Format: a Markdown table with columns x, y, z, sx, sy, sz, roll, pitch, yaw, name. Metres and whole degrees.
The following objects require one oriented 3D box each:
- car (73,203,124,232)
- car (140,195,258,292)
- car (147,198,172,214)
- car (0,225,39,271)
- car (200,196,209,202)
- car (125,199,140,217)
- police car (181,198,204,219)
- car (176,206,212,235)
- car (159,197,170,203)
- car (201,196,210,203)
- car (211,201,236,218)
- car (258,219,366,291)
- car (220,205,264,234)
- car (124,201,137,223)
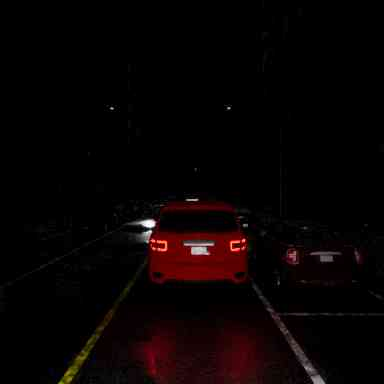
| x | y | z | sx | sy | sz | roll | pitch | yaw | name |
| --- | --- | --- | --- | --- | --- | --- | --- | --- | --- |
| -5.662 | 1.567 | 20.005 | 1.947 | 1.339 | 4.313 | 0 | 0 | 0 | car |
| 0.108 | 1.221 | 9.082 | 2.150 | 2.045 | 5.566 | 0 | 0 | -1 | car |
| -2.986 | 1.253 | 31.750 | 1.895 | 1.301 | 4.718 | 0 | 0 | 0 | car |
| -5.667 | 1.582 | 9.002 | 1.802 | 1.307 | 4.206 | 0 | 0 | 0 | car |
| 2.946 | 1.617 | 78.911 | 2.008 | 1.369 | 4.403 | 0 | 0 | 0 | car |
| -5.657 | 1.444 | 31.008 | 1.967 | 1.590 | 4.097 | 0 | 0 | 0 | car |
| 0.014 | 1.428 | 30.116 | 1.930 | 1.638 | 5.238 | 0 | 0 | 0 | police car |
| 0.108 | 1.602 | 19.852 | 1.895 | 1.301 | 4.718 | 0 | 0 | 0 | car |
| -5.604 | 1.626 | 68.111 | 1.802 | 1.307 | 4.206 | 0 | 0 | 0 | car |
| 2.933 | 1.580 | 73.673 | 1.752 | 1.417 | 4.829 | 0 | 0 | 0 | car |
| 2.869 | 1.569 | 31.003 | 1.947 | 1.339 | 4.313 | 0 | 0 | 0 | car |
| 2.858 | 1.440 | 8.998 | 1.967 | 1.590 | 4.097 | 0 | 0 | 0 | car |
| 2.863 | 1.552 | 20.001 | 2.008 | 1.369 | 4.403 | 0 | 0 | 0 | car |
| -5.660 | 1.584 | 25.506 | 1.802 | 1.307 | 4.206 | 0 | 0 | 0 | car |
